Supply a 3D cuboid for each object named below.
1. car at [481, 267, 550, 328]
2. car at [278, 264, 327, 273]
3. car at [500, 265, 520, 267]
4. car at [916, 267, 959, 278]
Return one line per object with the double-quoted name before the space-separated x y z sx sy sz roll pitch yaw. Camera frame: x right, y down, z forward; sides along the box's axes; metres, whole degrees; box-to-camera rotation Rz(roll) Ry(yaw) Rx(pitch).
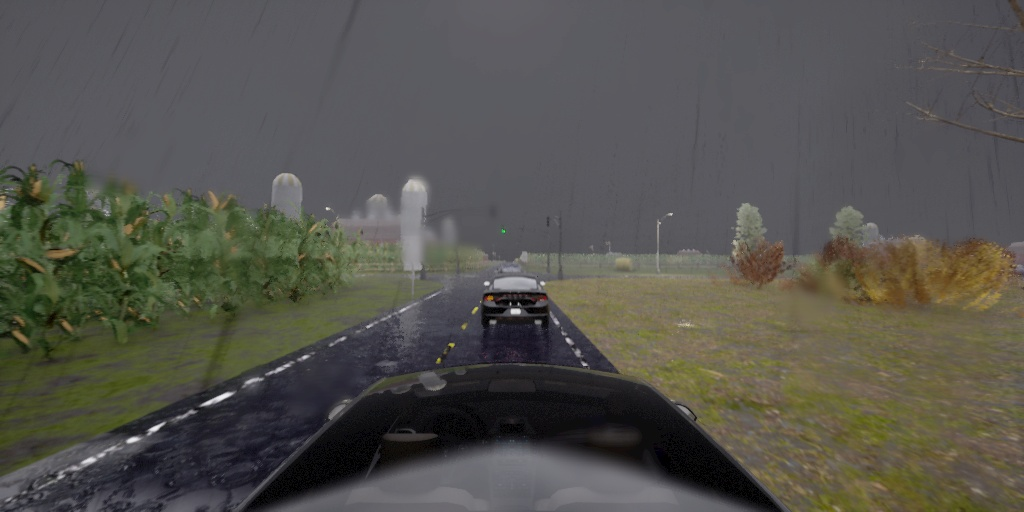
"car" 0.091 1.269 11.588 1.882 1.535 5.008 0 0 0
"car" -21.325 1.170 36.052 5.008 1.535 1.882 1 -1 -3
"car" -0.125 1.333 23.094 2.128 1.511 4.902 0 0 -3
"car" 48.655 1.947 40.910 4.718 1.301 1.895 1 -1 -5
